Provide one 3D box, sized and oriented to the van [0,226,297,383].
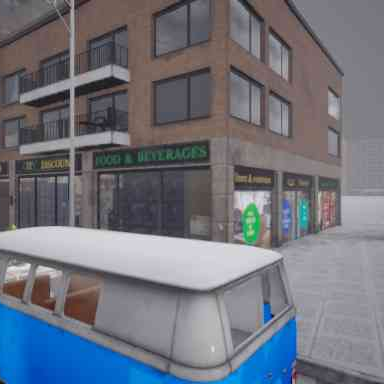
[{"bbox_3d":[-0.937,1.342,3.530,3.998,1.788,1.690,0,0,36],"label":"van"}]
